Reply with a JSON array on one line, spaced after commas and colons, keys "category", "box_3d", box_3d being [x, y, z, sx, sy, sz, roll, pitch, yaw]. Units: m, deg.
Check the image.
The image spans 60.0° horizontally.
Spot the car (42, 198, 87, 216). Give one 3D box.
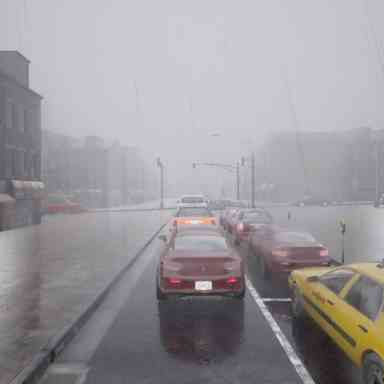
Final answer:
[{"category": "car", "box_3d": [-14.993, 1.696, 38.263, 5.566, 2.045, 2.150, -2, 0, 0]}]

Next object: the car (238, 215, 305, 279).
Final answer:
[{"category": "car", "box_3d": [2.644, 1.584, 9.805, 1.802, 1.307, 4.206, 0, 0, 0]}]

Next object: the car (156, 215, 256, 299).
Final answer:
[{"category": "car", "box_3d": [0.130, 1.527, 8.320, 1.812, 1.442, 4.674, 0, 0, -2]}]

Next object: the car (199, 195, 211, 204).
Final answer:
[{"category": "car", "box_3d": [2.705, 1.492, 68.886, 2.192, 1.841, 5.009, -1, 0, 0]}]

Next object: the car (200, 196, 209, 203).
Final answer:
[{"category": "car", "box_3d": [2.712, 1.645, 74.288, 1.967, 1.590, 4.097, -1, 0, 0]}]

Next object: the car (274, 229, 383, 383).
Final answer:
[{"category": "car", "box_3d": [2.638, 1.525, 4.507, 1.752, 1.417, 4.829, 0, 0, 0]}]

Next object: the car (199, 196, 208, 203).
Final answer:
[{"category": "car", "box_3d": [2.717, 1.674, 79.690, 1.967, 1.590, 4.097, -1, 0, 0]}]

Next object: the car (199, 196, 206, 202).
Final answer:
[{"category": "car", "box_3d": [2.730, 1.822, 90.664, 1.752, 1.417, 4.829, -1, 0, 0]}]

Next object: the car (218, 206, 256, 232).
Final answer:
[{"category": "car", "box_3d": [2.656, 1.594, 20.738, 1.802, 1.307, 4.206, 0, 0, 0]}]

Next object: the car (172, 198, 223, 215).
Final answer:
[{"category": "car", "box_3d": [0.103, 1.358, 15.681, 2.097, 1.767, 4.553, 0, 0, 0]}]

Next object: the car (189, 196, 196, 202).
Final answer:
[{"category": "car", "box_3d": [0.092, 1.744, 83.140, 1.837, 1.490, 4.892, 0, 0, 0]}]

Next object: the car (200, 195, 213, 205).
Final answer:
[{"category": "car", "box_3d": [2.699, 1.466, 63.483, 2.192, 1.841, 5.009, -1, 0, 0]}]

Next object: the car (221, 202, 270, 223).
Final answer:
[{"category": "car", "box_3d": [2.649, 1.446, 15.271, 1.967, 1.590, 4.097, 0, 0, 0]}]

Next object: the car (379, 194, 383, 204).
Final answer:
[{"category": "car", "box_3d": [26.365, 0.526, 41.244, 5.566, 2.045, 2.150, -1, 0, 0]}]

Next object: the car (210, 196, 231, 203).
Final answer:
[{"category": "car", "box_3d": [3.470, 1.522, 38.280, 5.357, 1.411, 2.033, -3, 0, 0]}]

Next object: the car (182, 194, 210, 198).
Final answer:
[{"category": "car", "box_3d": [0.062, 1.242, 25.777, 2.150, 2.045, 5.566, 0, 0, 1]}]

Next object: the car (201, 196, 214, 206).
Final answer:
[{"category": "car", "box_3d": [2.694, 1.567, 58.081, 1.967, 1.590, 4.097, -1, 0, 0]}]

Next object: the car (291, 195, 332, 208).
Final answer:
[{"category": "car", "box_3d": [14.779, 1.107, 41.235, 4.892, 1.490, 1.837, -2, 0, 0]}]
